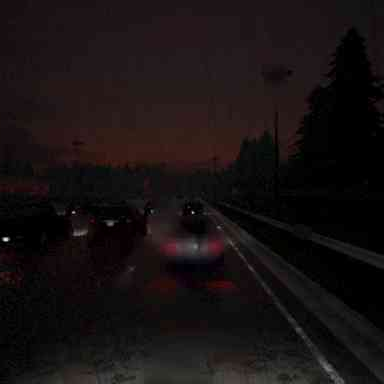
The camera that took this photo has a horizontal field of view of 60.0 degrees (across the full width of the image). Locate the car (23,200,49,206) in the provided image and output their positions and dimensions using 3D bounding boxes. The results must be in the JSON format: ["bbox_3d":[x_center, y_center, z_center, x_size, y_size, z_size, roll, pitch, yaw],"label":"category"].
[{"bbox_3d":[-14.613,1.534,31.645,1.837,1.490,4.892,0,0,-7],"label":"car"}]

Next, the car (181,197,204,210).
[{"bbox_3d":[0.079,1.538,31.719,1.837,1.490,4.892,0,0,0],"label":"car"}]

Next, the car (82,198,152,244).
[{"bbox_3d":[-3.418,1.369,16.097,2.097,1.767,4.553,0,0,0],"label":"car"}]

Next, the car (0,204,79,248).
[{"bbox_3d":[-6.922,1.520,14.870,1.837,1.490,4.892,0,0,0],"label":"car"}]

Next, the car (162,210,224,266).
[{"bbox_3d":[0.062,1.560,11.527,2.033,1.411,5.357,0,0,0],"label":"car"}]

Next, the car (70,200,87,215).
[{"bbox_3d":[-10.420,1.535,31.698,1.837,1.490,4.892,0,0,0],"label":"car"}]

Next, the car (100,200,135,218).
[{"bbox_3d":[-6.921,1.524,31.383,2.128,1.511,4.902,0,0,0],"label":"car"}]

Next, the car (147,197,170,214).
[{"bbox_3d":[-3.420,1.538,31.685,1.837,1.490,4.892,0,0,0],"label":"car"}]
